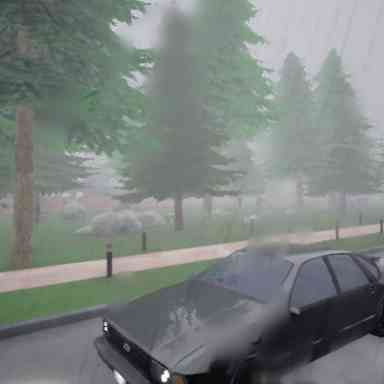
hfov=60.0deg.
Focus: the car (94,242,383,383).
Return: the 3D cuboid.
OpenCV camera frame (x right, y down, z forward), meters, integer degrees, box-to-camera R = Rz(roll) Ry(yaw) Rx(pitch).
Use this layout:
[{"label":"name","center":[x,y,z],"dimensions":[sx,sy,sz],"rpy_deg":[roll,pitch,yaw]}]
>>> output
[{"label":"car","center":[1.399,1.540,5.025],"dimensions":[5.357,1.411,2.033],"rpy_deg":[0,0,-36]}]
